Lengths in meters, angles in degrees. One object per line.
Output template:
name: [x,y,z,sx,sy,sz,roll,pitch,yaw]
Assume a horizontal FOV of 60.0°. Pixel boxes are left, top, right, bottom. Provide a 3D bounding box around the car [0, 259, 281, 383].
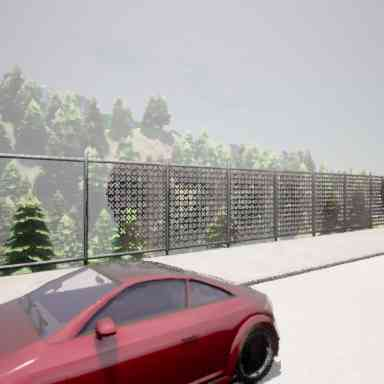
car: [-0.924,1.564,3.827,4.181,1.385,1.994,0,0,-36]
